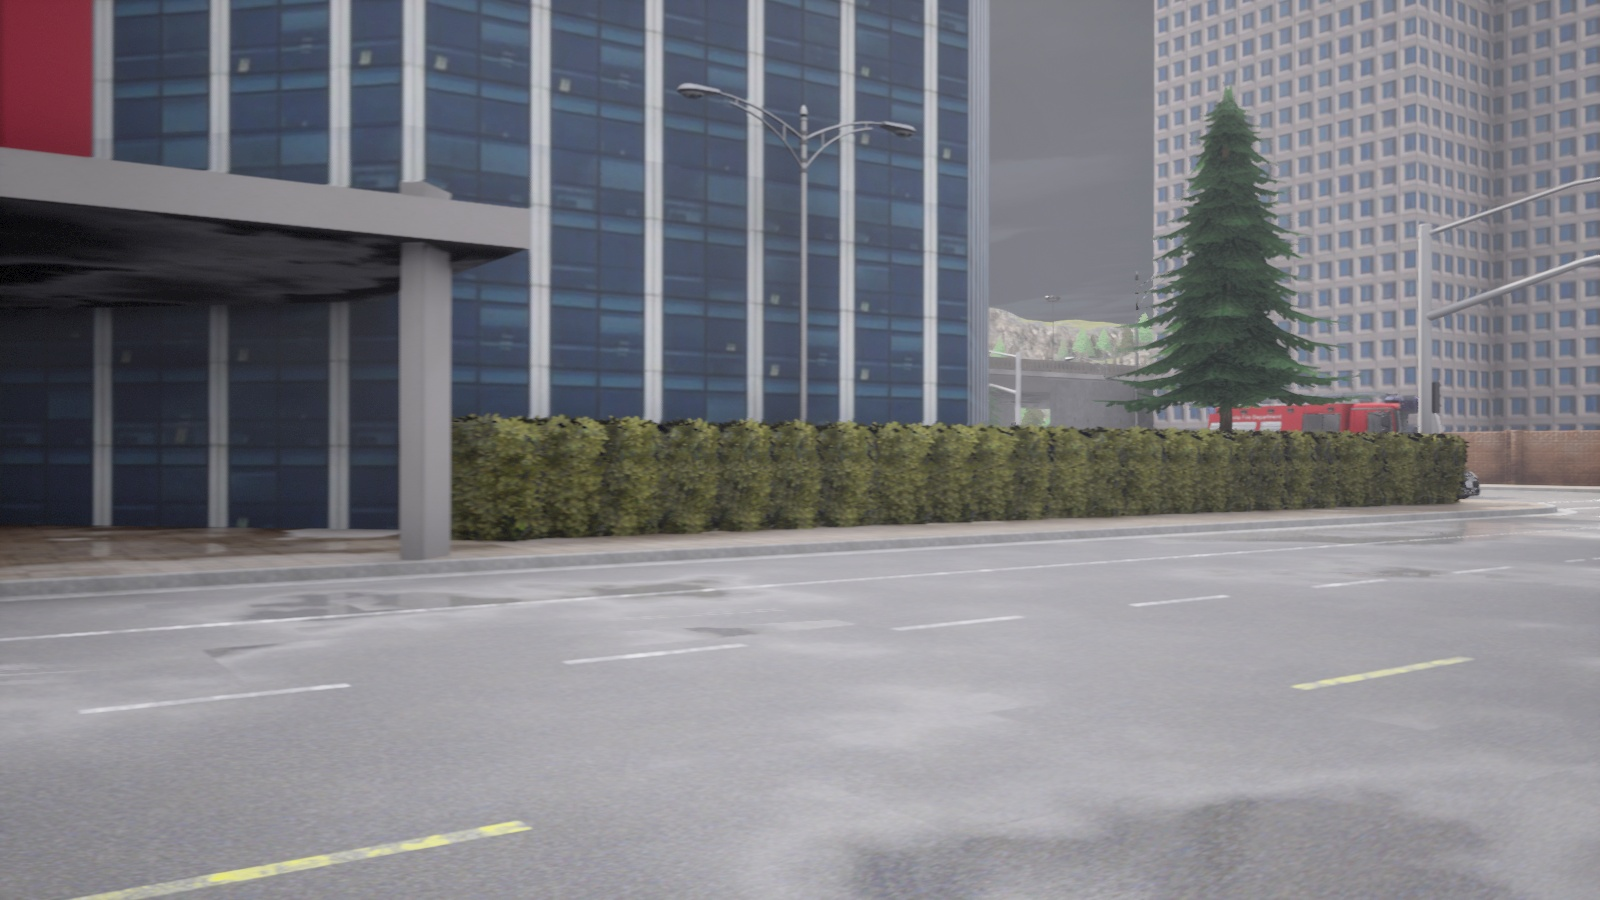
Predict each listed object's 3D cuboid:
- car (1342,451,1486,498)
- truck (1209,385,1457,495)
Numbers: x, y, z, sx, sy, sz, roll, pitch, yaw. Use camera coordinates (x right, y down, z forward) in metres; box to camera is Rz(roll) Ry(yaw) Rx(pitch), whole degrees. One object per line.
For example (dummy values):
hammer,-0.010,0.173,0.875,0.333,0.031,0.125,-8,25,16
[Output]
car,20.273,0.769,41.565,1.970,1.475,3.806,0,0,-34
truck,20.106,-0.345,47.993,2.891,3.827,8.468,0,0,-34
